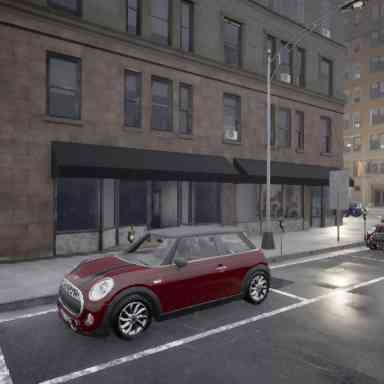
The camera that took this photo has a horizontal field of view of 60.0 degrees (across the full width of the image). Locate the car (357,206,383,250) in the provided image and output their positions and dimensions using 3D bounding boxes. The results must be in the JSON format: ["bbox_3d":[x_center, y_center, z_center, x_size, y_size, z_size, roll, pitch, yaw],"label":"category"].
[{"bbox_3d":[8.516,1.445,12.879,4.097,1.590,1.967,0,0,-36],"label":"car"}]

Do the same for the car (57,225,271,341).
[{"bbox_3d":[-0.411,1.441,6.473,4.097,1.590,1.967,0,0,-36],"label":"car"}]

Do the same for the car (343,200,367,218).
[{"bbox_3d":[12.325,1.124,29.458,2.150,2.045,5.566,1,0,-36],"label":"car"}]

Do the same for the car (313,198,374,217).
[{"bbox_3d":[14.453,1.416,32.055,2.128,1.511,4.902,1,0,-36],"label":"car"}]
